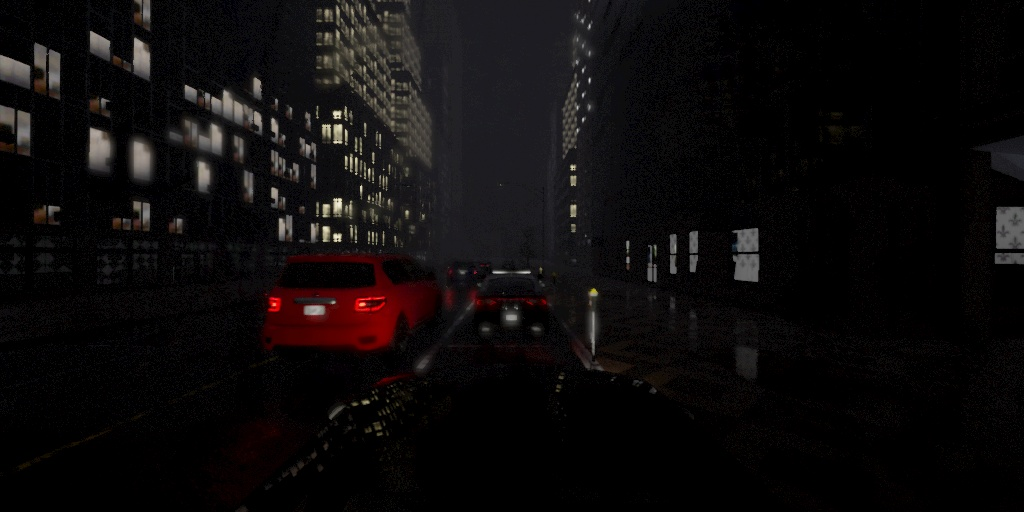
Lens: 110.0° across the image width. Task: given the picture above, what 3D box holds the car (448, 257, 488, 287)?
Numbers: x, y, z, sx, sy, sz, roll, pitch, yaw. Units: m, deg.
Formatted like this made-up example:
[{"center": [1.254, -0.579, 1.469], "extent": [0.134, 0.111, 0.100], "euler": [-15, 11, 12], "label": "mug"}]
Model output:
[{"center": [-3.076, 1.096, 24.658], "extent": [2.097, 1.767, 4.553], "euler": [0, 0, 0], "label": "car"}]

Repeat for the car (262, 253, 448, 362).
[{"center": [-3.143, 0.968, 8.364], "extent": [2.150, 2.045, 5.566], "euler": [0, 0, 0], "label": "car"}]

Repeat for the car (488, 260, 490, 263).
[{"center": [-3.073, 1.228, 39.943], "extent": [2.128, 1.511, 4.902], "euler": [0, 0, 0], "label": "car"}]

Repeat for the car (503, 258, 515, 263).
[{"center": [-0.455, 1.298, 46.099], "extent": [1.948, 1.339, 4.313], "euler": [0, 0, 0], "label": "car"}]

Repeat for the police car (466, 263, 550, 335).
[{"center": [-0.012, 1.174, 10.609], "extent": [1.930, 1.638, 5.238], "euler": [0, 0, 0], "label": "police car"}]
